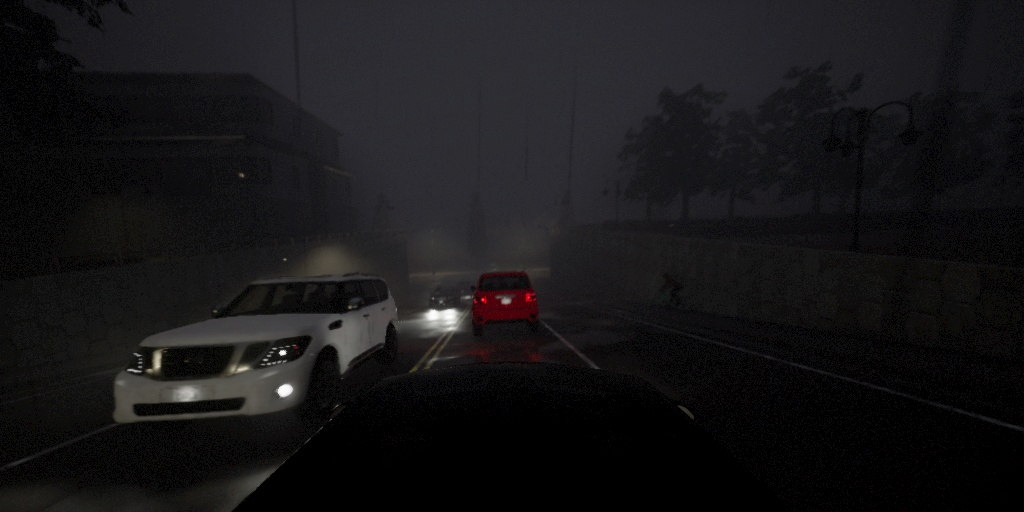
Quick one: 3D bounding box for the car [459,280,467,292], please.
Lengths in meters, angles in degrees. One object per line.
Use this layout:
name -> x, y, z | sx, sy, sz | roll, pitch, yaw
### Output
car -> -5.694, 3.639, 42.795 | 2.033, 1.411, 5.357 | -2, -1, -3

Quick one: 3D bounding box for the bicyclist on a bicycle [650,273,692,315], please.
bicyclist on a bicycle -> 6.174, 1.479, 13.977 | 1.656, 1.620, 0.582 | -2, -3, -2

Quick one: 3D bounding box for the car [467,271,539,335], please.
car -> -0.364, 1.651, 13.539 | 2.150, 2.045, 5.566 | -2, -4, -4

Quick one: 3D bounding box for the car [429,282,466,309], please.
car -> -4.829, 2.933, 26.162 | 2.128, 1.511, 4.902 | -2, -4, -3

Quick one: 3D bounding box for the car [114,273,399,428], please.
car -> -3.746, 1.356, 6.717 | 2.150, 2.045, 5.566 | -2, -4, -3
